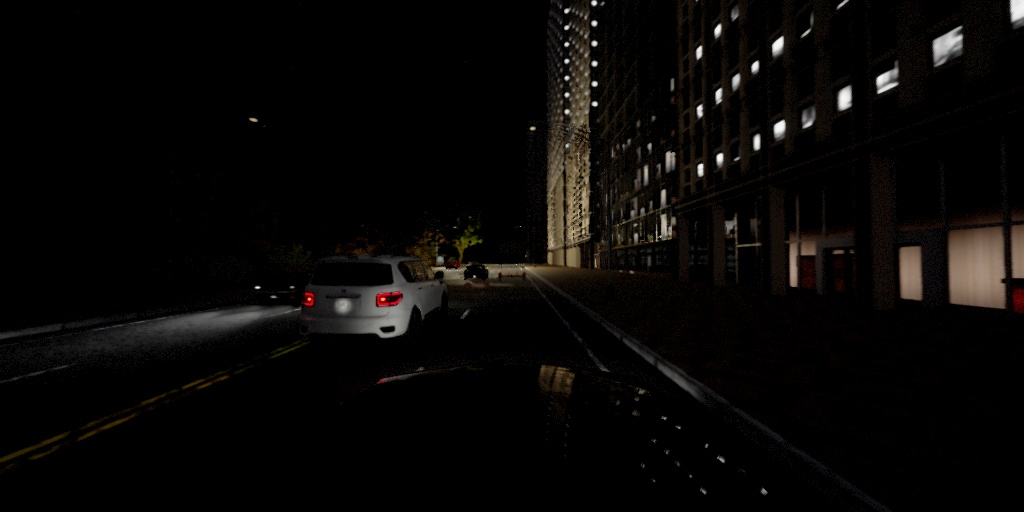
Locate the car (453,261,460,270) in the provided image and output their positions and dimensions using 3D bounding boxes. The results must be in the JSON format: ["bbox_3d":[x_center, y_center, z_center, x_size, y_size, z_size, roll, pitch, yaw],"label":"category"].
[{"bbox_3d":[-9.791,1.505,59.667,1.882,1.535,5.008,0,0,1],"label":"car"}]

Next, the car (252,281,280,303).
[{"bbox_3d":[-9.848,1.391,17.035,1.895,1.301,4.718,0,0,0],"label":"car"}]

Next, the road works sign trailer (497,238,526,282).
[{"bbox_3d":[0.004,0.306,30.157,2.380,3.560,2.880,0,0,0],"label":"road works sign trailer"}]

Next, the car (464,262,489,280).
[{"bbox_3d":[-3.152,1.453,32.513,1.895,1.301,4.718,0,0,0],"label":"car"}]

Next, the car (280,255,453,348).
[{"bbox_3d":[-3.159,0.993,9.413,2.150,2.045,5.566,0,0,0],"label":"car"}]
